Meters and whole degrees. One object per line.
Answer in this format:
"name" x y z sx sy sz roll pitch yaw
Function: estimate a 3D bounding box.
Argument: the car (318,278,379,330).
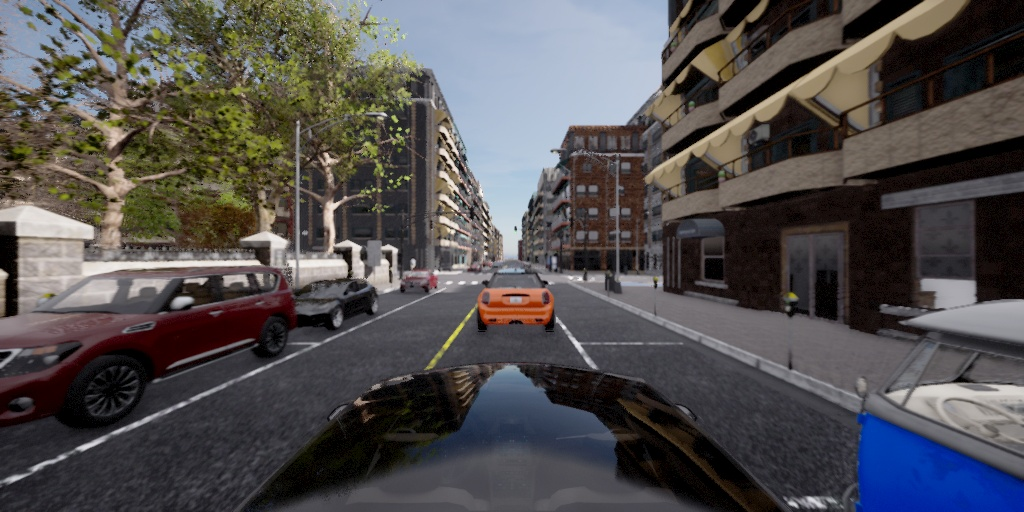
"car" -5.688 1.397 11.410 1.948 1.339 4.313 0 0 0

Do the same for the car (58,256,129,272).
"car" -42.911 0.801 36.824 5.008 1.535 1.882 1 0 0

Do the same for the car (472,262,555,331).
"car" 0.103 1.183 11.438 2.097 1.767 4.553 0 -1 0

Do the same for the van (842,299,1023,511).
"van" 2.691 1.079 0.339 1.690 1.789 3.998 0 0 0

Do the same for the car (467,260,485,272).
"car" -5.686 1.642 54.889 1.967 1.591 4.097 0 0 0

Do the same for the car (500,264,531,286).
"car" 0.391 1.469 28.650 2.128 1.511 4.902 0 -1 4

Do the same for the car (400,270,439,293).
"car" -5.688 1.508 22.479 1.802 1.307 4.207 0 0 0

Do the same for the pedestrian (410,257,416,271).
"pedestrian" -12.710 1.029 45.893 0.375 1.860 0.375 0 -1 -1

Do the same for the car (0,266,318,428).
"car" -5.689 1.100 5.874 2.192 1.841 5.009 0 0 0
